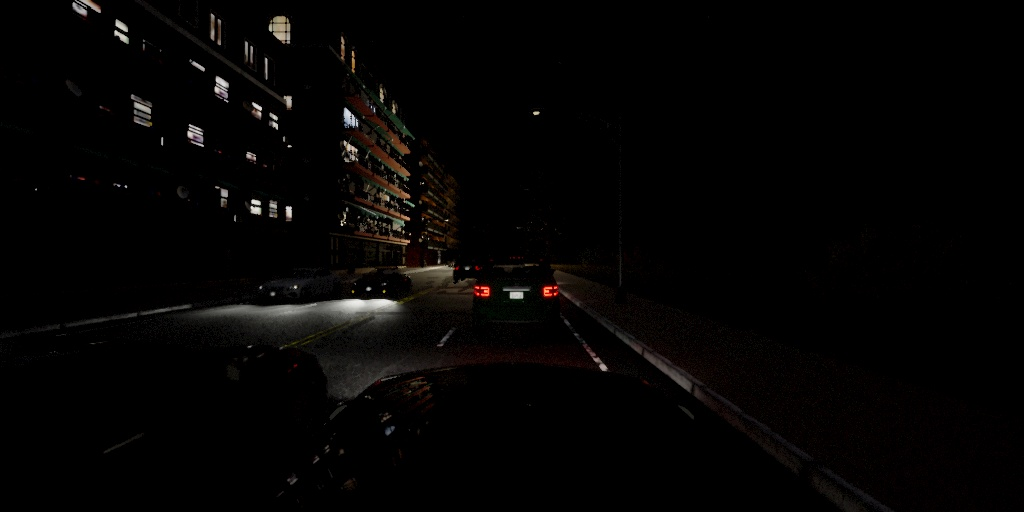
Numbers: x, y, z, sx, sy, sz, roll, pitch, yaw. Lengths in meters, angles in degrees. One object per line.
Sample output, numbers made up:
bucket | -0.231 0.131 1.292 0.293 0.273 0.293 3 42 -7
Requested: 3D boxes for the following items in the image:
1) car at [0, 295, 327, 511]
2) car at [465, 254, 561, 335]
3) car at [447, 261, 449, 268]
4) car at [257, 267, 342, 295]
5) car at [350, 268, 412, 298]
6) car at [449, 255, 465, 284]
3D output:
car | -3.152 1.275 2.392 1.812 1.442 4.674 0 0 0
car | 0.118 0.972 10.704 2.150 2.045 5.566 0 0 0
car | -9.664 1.253 60.395 1.837 1.490 4.892 0 -1 0
car | -9.796 1.277 17.009 1.812 1.442 4.674 0 0 0
car | -6.555 1.315 18.377 1.994 1.385 4.181 0 0 0
car | -3.080 0.972 27.400 2.150 2.045 5.566 0 0 0
